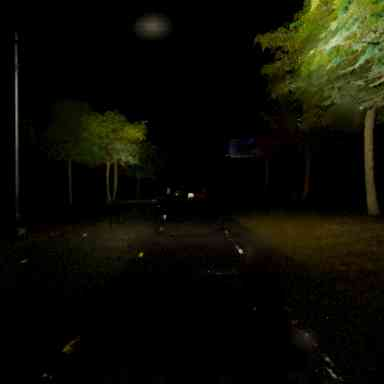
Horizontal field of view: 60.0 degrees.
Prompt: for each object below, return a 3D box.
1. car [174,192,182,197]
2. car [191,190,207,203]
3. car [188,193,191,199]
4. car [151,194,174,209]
[{"bbox_3d":[-3.433,0.610,78.833,1.882,1.535,5.008,0,0,0],"label":"car"},{"bbox_3d":[1.272,0.672,54.951,2.150,2.045,5.566,0,0,0],"label":"car"},{"bbox_3d":[0.063,0.849,73.794,1.812,1.442,4.674,0,0,0],"label":"car"},{"bbox_3d":[-3.563,1.114,38.308,2.033,1.411,5.357,0,1,0],"label":"car"}]
